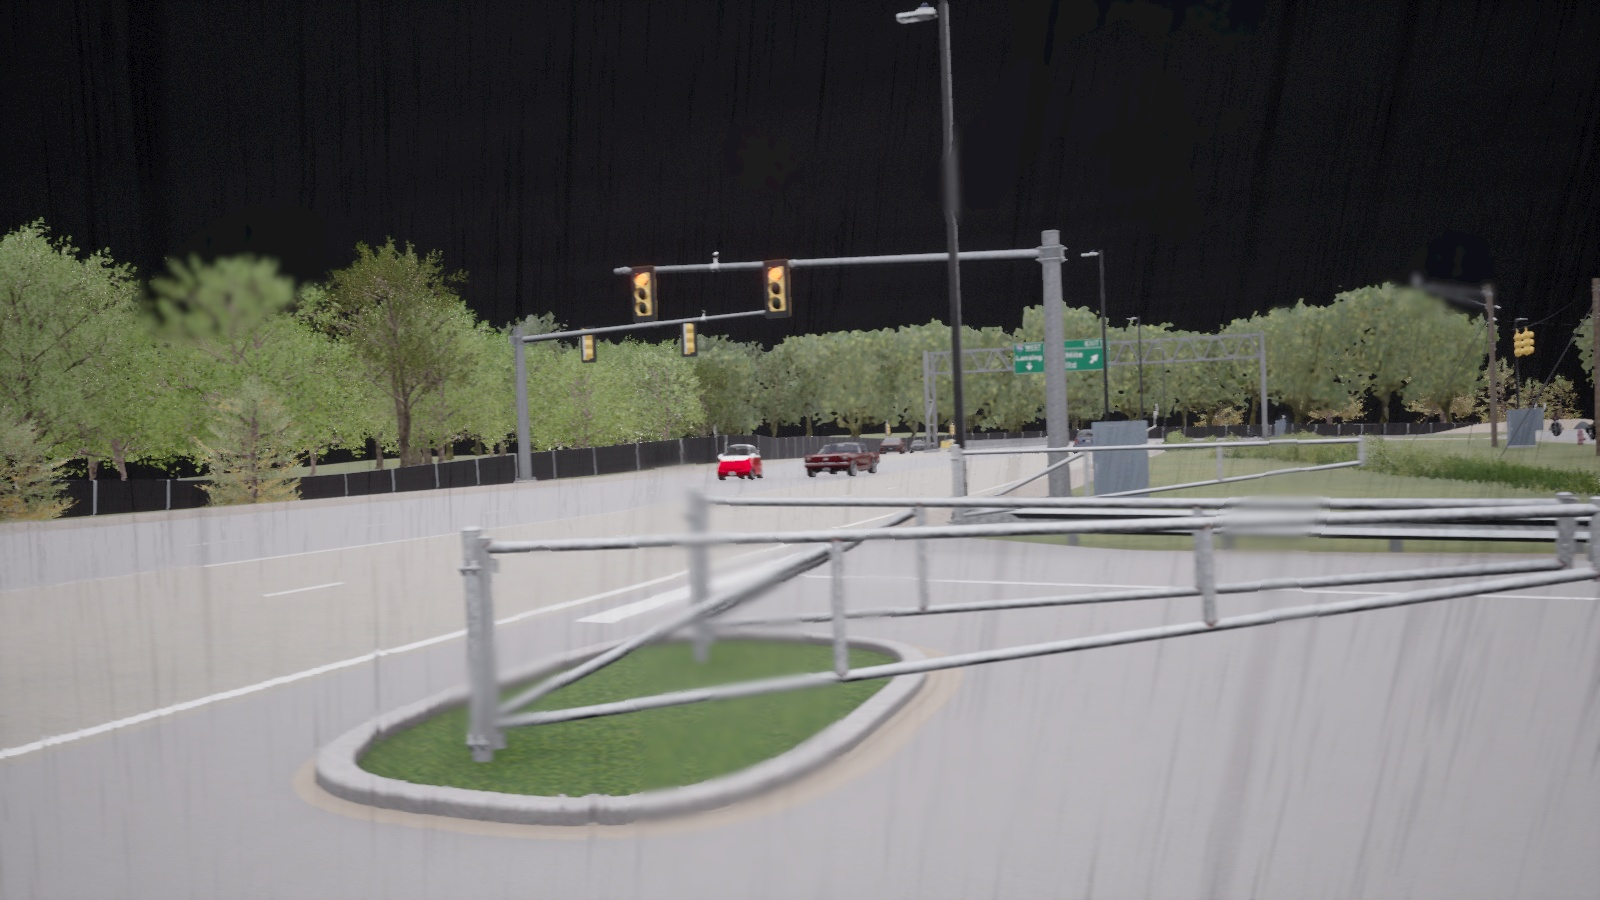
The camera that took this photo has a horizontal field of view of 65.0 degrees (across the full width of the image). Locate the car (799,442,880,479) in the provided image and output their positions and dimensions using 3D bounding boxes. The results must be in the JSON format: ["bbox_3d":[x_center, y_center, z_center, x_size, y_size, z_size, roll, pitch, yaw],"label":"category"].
[{"bbox_3d":[1.617,0.387,49.263,1.895,1.301,4.718,-1,0,18],"label":"car"}]

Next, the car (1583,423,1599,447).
[{"bbox_3d":[45.002,-0.852,69.295,1.895,1.301,4.718,-1,1,18],"label":"car"}]

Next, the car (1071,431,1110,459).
[{"bbox_3d":[16.872,-0.303,72.855,1.789,1.549,3.705,-1,0,18],"label":"car"}]

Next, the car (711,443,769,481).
[{"bbox_3d":[-2.299,0.454,48.586,1.481,1.376,2.207,-1,0,18],"label":"car"}]
